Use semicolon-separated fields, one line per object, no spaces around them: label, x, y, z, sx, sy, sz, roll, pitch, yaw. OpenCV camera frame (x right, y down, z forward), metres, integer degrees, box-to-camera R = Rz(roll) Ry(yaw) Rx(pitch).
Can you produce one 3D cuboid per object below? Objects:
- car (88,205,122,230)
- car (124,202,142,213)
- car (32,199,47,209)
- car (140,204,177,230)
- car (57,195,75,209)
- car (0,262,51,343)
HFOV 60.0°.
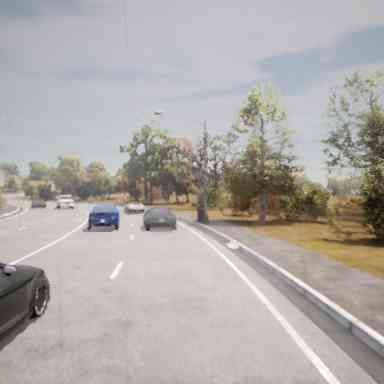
car;-5.826;1.599;22.422;1.882;1.535;5.008;0;0;-11
car;-6.899;1.805;39.557;1.895;1.301;4.718;0;0;-19
car;-23.517;1.845;51.134;1.994;1.385;4.181;0;0;-27
car;-2.187;1.673;21.956;1.994;1.385;4.181;0;0;-10
car;-18.902;1.491;49.746;2.150;2.045;5.566;0;0;-26
car;-3.673;1.600;4.780;1.994;1.385;4.181;0;0;-3
